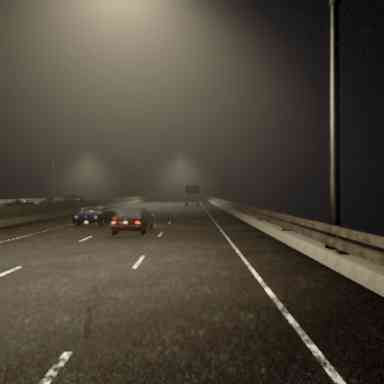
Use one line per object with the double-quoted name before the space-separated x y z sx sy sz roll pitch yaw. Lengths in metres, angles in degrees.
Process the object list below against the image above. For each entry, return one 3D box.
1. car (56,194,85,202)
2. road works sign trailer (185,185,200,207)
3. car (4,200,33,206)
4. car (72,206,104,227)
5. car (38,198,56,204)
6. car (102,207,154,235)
"car" -17.500 1.379 49.234 2.150 2.045 5.566 0 0 0
"road works sign trailer" 0.079 0.636 55.884 2.380 3.560 2.880 0 0 0
"car" -24.503 1.750 47.034 1.895 1.301 4.718 0 0 0
"car" -6.867 1.683 23.840 1.895 1.301 4.718 0 0 0
"car" -20.998 1.647 49.280 2.128 1.511 4.902 0 0 0
"car" -3.374 1.615 19.404 2.033 1.411 5.357 0 0 0
